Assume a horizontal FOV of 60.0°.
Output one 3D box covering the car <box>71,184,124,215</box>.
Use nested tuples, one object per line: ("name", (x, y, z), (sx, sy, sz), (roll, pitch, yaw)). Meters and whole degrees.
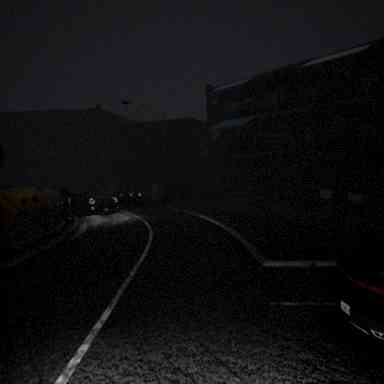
("car", (-6.828, 0.435, 22.930), (2.097, 1.767, 4.553), (-3, 5, -38))

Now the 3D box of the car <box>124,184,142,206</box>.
("car", (-5.994, 0.147, 26.908), (2.097, 1.767, 4.553), (-4, 6, -40))

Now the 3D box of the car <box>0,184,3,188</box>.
("car", (-21.527, -0.011, 34.703), (4.553, 1.767, 2.097), (-1, 4, 14))

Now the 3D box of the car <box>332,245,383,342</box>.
("car", (4.636, 1.405, 4.808), (4.892, 1.521, 2.231), (0, 2, 0))
